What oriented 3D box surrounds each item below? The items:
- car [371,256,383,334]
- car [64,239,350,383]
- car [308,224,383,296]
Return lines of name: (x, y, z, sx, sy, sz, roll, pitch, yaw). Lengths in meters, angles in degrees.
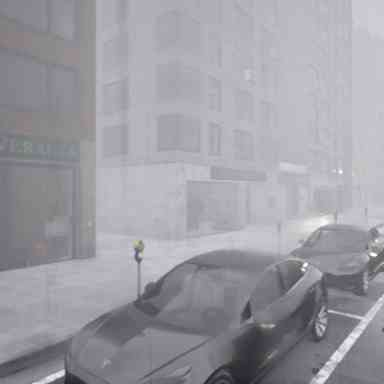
car: (4.523, 1.601, 5.419, 1.895, 1.301, 4.718, 0, 0, 40)
car: (0.480, 1.566, 4.549, 1.947, 1.339, 4.313, 0, 0, 40)
car: (4.004, 1.566, 8.804, 1.947, 1.339, 4.313, 0, 0, 40)
